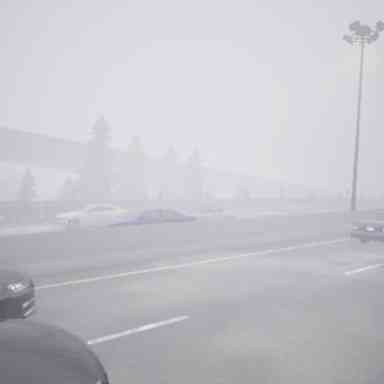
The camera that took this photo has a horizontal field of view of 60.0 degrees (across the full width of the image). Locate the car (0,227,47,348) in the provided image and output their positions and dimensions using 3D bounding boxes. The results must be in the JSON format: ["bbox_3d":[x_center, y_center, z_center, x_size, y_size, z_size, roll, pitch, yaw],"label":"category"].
[{"bbox_3d":[-4.852,1.491,4.586,4.902,1.511,2.128,0,0,-36],"label":"car"}]

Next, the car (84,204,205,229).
[{"bbox_3d":[-2.079,1.449,15.408,5.008,1.535,1.882,0,0,-36],"label":"car"}]

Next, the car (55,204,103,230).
[{"bbox_3d":[-6.155,1.497,21.098,4.674,1.442,1.812,0,0,-35],"label":"car"}]

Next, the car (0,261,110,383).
[{"bbox_3d":[-2.861,1.491,1.706,4.902,1.511,2.128,0,0,-36],"label":"car"}]

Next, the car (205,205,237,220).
[{"bbox_3d":[0.636,1.554,21.643,4.718,1.301,1.895,0,0,-35],"label":"car"}]

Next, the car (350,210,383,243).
[{"bbox_3d":[9.026,1.492,14.486,5.357,1.411,2.033,0,0,-36],"label":"car"}]
